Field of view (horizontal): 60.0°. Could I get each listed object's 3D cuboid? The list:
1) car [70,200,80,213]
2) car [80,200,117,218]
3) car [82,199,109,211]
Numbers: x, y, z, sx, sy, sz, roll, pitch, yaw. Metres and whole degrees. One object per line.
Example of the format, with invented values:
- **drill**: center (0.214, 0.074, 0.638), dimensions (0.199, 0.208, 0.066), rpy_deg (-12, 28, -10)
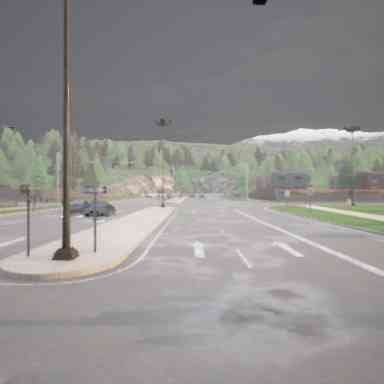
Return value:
- **car**: center (-11.554, 1.517, 34.023), dimensions (1.812, 1.442, 4.674), rpy_deg (0, 0, 0)
- **car**: center (-8.078, 1.557, 29.601), dimensions (1.994, 1.385, 4.181), rpy_deg (0, 0, 0)
- **car**: center (-11.497, 1.503, 40.049), dimensions (1.895, 1.301, 4.718), rpy_deg (0, 0, 0)
